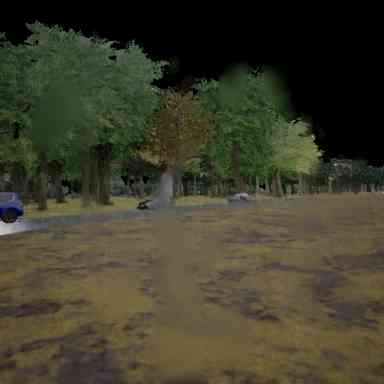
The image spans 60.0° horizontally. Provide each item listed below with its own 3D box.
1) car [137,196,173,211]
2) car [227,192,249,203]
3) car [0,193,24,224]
[{"bbox_3d":[-3.825,1.175,34.765,1.994,1.385,4.181,-3,-1,35],"label":"car"},{"bbox_3d":[6.961,0.838,49.970,1.837,1.490,4.892,-3,-1,36],"label":"car"},{"bbox_3d":[-13.340,1.094,20.564,2.150,2.045,5.566,-3,-1,28],"label":"car"}]
